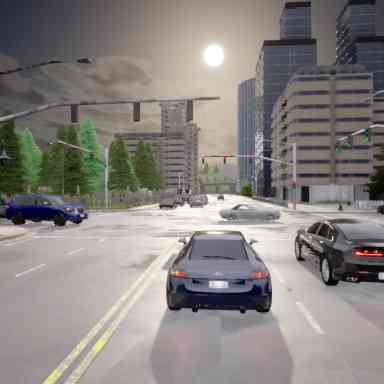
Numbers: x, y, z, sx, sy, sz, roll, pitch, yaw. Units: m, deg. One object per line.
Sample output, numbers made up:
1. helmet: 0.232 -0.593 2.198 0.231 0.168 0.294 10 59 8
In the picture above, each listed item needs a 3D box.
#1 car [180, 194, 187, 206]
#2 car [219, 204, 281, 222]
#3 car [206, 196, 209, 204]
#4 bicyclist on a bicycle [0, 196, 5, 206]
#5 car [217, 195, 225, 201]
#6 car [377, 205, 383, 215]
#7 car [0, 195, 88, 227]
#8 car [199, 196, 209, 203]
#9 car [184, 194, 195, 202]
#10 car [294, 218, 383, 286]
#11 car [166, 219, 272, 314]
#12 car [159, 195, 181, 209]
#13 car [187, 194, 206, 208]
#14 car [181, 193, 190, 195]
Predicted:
1. car: -2.300 1.547 54.778 2.033 1.411 5.357 0 0 5
2. car: 4.423 1.601 25.721 4.718 1.301 1.895 0 0 5
3. car: 1.500 1.352 58.043 2.097 1.767 4.553 0 0 5
4. bicyclist on a bicycle: -22.306 1.301 38.971 0.582 1.620 1.656 0 0 5
5. car: 7.431 1.500 85.849 1.837 1.490 4.892 0 0 5
6. car: 20.371 1.478 31.618 5.008 1.535 1.882 0 0 5
7. car: -9.877 1.223 22.724 5.566 2.045 2.150 0 -1 17
8. car: 2.443 1.505 68.413 1.837 1.490 4.892 0 0 5
9. car: -0.482 1.355 75.282 2.097 1.767 4.553 0 0 5
10. car: 4.233 1.505 9.346 1.837 1.490 4.892 0 0 5
11. car: 0.600 1.564 7.730 1.994 1.385 4.181 0 0 4
12. car: -3.151 1.547 44.740 2.033 1.411 5.357 0 0 5
13. car: 0.718 1.505 48.952 1.837 1.490 4.892 0 0 5
14. car: -1.372 1.221 65.196 2.150 2.045 5.566 0 0 5
